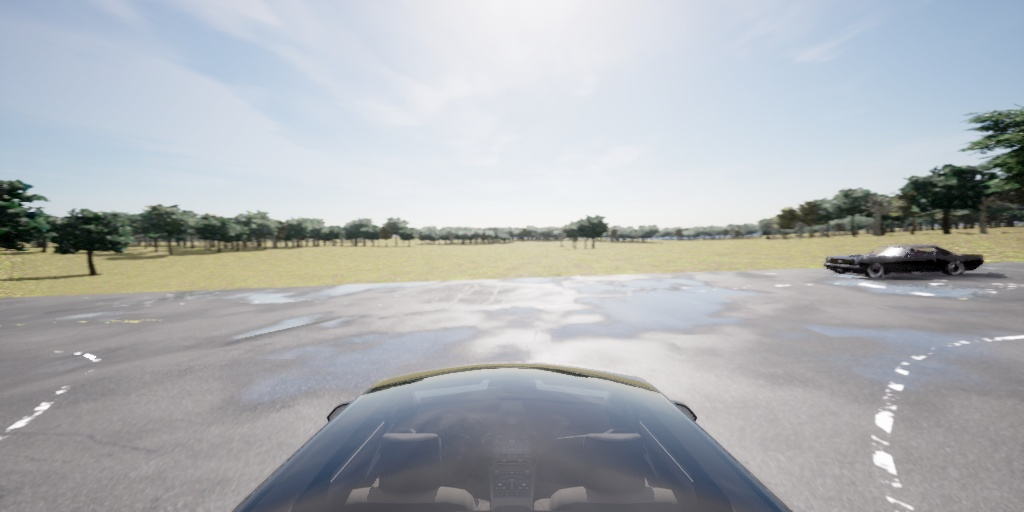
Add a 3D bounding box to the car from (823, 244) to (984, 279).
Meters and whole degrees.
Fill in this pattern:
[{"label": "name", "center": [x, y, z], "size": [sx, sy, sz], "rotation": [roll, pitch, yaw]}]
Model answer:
[{"label": "car", "center": [16.301, 0.199, 15.202], "size": [4.718, 1.301, 1.895], "rotation": [-2, 3, 6]}]
